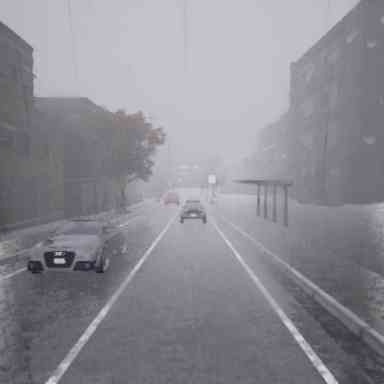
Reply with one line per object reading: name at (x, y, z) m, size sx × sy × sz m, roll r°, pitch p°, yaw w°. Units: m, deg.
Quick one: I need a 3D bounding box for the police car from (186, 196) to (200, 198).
police car at (0.126, 1.312, 44.778) m, size 1.930 × 1.638 × 5.238 m, roll 0°, pitch 1°, yaw 0°

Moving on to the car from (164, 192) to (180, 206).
car at (-3.036, 1.027, 51.782) m, size 2.150 × 2.045 × 5.566 m, roll 0°, pitch 1°, yaw 1°

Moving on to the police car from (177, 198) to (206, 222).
police car at (0.100, 1.507, 26.368) m, size 2.038 × 1.542 × 4.974 m, roll 0°, pitch 0°, yaw 0°

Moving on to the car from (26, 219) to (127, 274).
car at (-3.365, 1.565, 10.464) m, size 1.994 × 1.385 × 4.181 m, roll 0°, pitch 0°, yaw 0°
